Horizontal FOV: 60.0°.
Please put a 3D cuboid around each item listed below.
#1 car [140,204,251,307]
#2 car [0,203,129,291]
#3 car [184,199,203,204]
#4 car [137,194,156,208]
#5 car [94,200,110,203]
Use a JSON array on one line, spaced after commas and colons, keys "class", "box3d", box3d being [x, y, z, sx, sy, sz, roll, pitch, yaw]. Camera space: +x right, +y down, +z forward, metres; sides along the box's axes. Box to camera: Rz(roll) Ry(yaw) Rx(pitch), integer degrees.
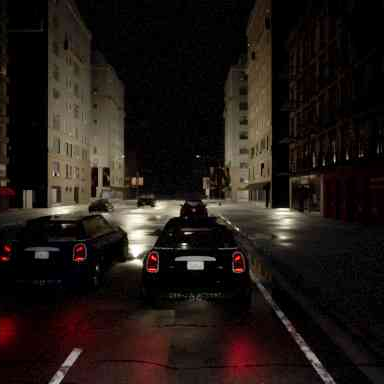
[{"class": "car", "box3d": [0.101, 1.353, 8.160, 2.097, 1.767, 4.553, 0, 0, 1]}, {"class": "car", "box3d": [-3.149, 1.353, 9.156, 2.097, 1.767, 4.553, 0, 0, 1]}, {"class": "car", "box3d": [0.117, 1.361, 26.112, 2.097, 1.767, 4.553, 0, 0, 0]}, {"class": "car", "box3d": [-6.493, 1.254, 47.729, 2.150, 2.045, 5.566, 0, -1, 0]}, {"class": "car", "box3d": [-9.819, 1.580, 36.090, 1.994, 1.385, 4.181, 0, 0, 0]}]
